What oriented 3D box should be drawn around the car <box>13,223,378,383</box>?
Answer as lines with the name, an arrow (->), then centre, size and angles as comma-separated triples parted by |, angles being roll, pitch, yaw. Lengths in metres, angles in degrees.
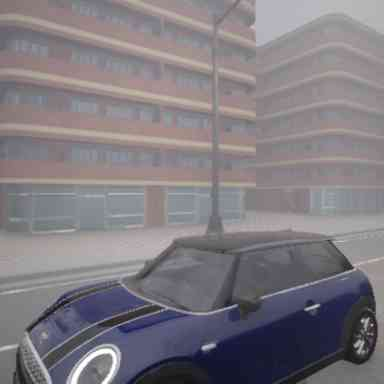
car -> 0.333, 1.353, 4.218 | 4.553, 1.767, 2.097 | 0, 0, -35
